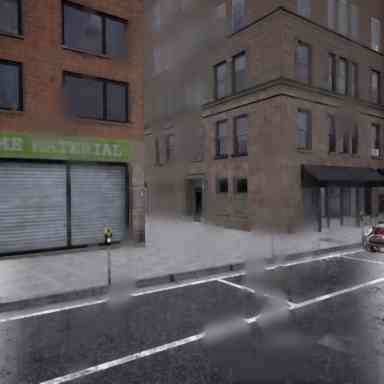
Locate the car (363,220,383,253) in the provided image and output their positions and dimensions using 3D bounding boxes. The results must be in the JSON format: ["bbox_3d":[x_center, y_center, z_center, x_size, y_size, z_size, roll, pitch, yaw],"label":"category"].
[{"bbox_3d":[8.157,1.439,12.428,4.097,1.590,1.967,0,-1,-35],"label":"car"}]
